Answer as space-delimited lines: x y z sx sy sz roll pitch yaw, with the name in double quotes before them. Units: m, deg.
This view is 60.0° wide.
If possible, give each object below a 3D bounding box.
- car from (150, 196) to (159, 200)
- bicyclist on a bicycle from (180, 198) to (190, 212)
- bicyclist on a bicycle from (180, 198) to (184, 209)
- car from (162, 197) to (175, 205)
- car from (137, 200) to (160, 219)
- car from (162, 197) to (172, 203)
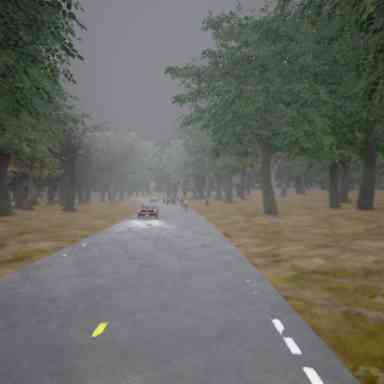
"car" -8.180 1.599 72.505 1.882 1.535 5.008 0 0 -8
"bicyclist on a bicycle" -0.699 1.589 39.377 0.866 1.612 1.509 0 0 -4
"bicyclist on a bicycle" -1.468 1.639 48.560 0.582 1.620 1.656 0 -1 -5
"car" -4.458 1.757 67.744 1.837 1.490 4.892 0 -2 -7
"car" -4.043 1.719 31.107 1.895 1.301 4.718 0 0 -4
"car" -5.903 1.823 77.546 1.812 1.442 4.674 0 0 -9
